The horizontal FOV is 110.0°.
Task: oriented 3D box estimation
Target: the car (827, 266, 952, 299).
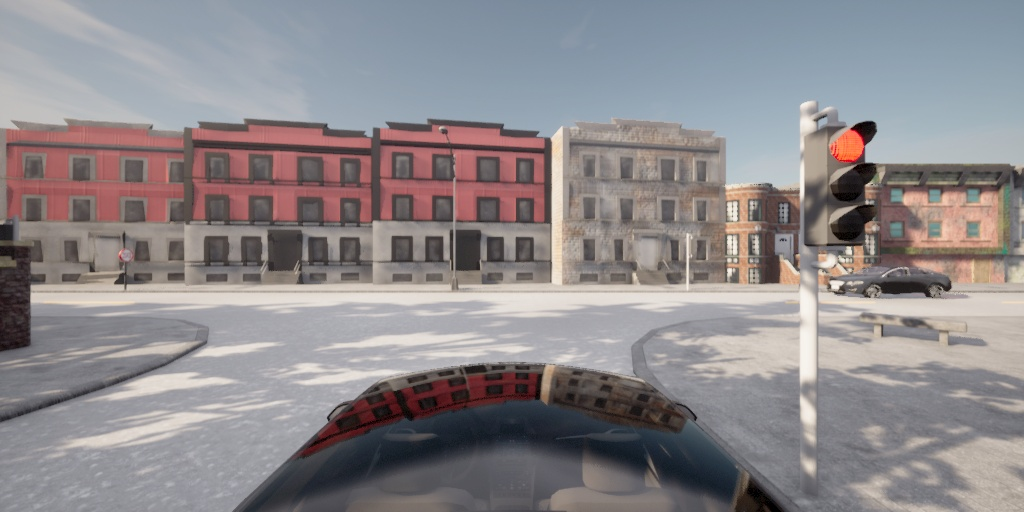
[{"bbox_3d":[18.120,1.227,17.365,4.902,1.511,2.128,0,0,0],"label":"car"}]
